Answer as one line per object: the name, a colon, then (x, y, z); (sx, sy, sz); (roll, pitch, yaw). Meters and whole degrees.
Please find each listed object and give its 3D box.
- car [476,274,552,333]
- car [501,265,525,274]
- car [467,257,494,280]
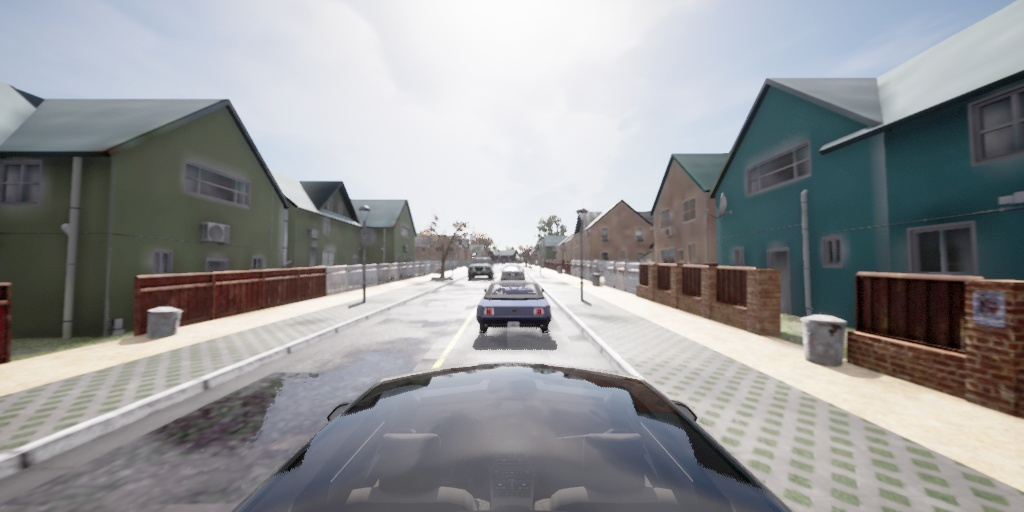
car: (0.065, 1.387, 10.914); (1.895, 1.301, 4.718); (0, 0, 0)
car: (0.079, 1.416, 28.385); (2.033, 1.411, 5.357); (0, 0, 0)
car: (-2.850, 1.118, 33.656); (2.150, 2.045, 5.566); (0, 0, 0)
